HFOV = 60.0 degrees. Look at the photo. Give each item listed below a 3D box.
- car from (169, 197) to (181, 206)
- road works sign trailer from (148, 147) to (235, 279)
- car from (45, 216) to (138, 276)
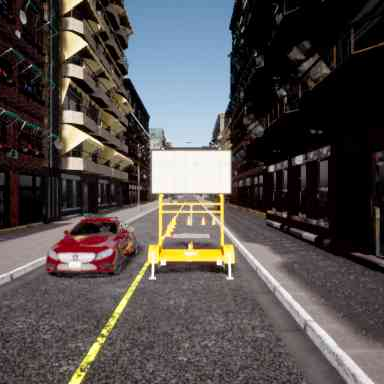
[{"bbox_3d":[-2.873,1.569,57.148,1.812,1.442,4.674,0,0,0],"label":"car"},{"bbox_3d":[-0.021,0.467,9.993,2.380,3.560,2.880,0,0,0],"label":"road works sign trailer"},{"bbox_3d":[-2.874,1.528,10.482,1.812,1.442,4.674,0,0,0],"label":"car"}]
